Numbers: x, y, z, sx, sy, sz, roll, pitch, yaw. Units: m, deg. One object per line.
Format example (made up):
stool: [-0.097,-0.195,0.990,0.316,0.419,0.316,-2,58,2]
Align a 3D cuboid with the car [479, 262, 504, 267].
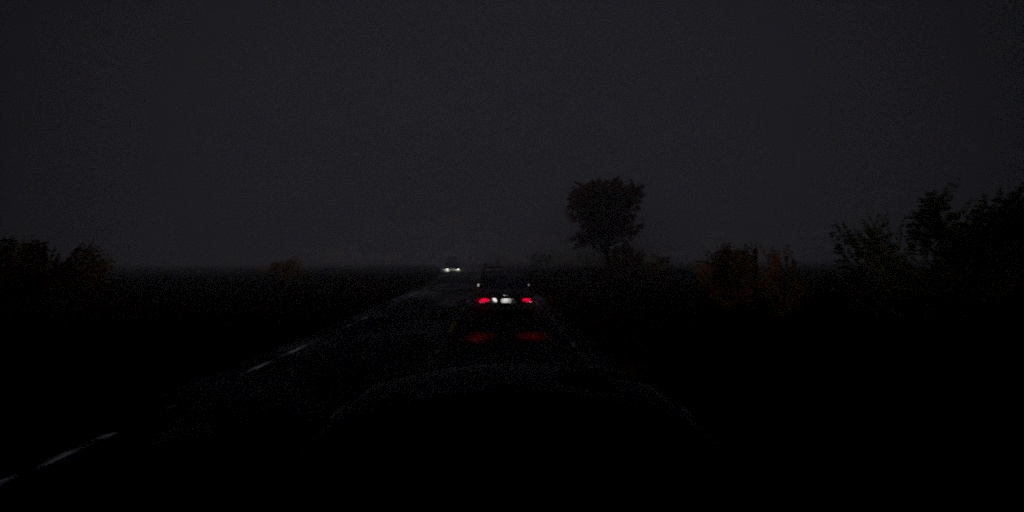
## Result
car: [-1.668,1.255,29.733,2.128,1.511,4.902,0,0,-6]

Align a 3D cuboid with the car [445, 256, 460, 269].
car: [-9.785,1.019,58.816,2.150,2.045,5.566,0,0,-12]

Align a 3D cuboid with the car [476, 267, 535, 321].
car: [-0.278,1.301,12.534,2.033,1.411,5.357,0,0,-2]
